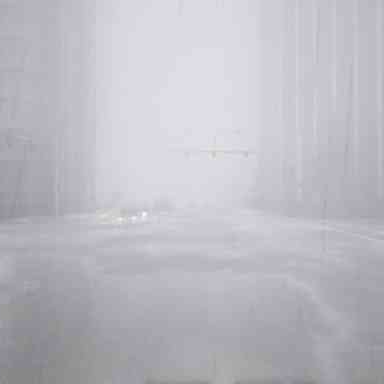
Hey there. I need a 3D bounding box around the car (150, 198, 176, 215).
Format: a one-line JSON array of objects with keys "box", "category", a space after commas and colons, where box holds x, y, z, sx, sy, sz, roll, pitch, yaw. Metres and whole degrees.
[{"box": [-3.617, 1.757, 42.310, 2.150, 2.045, 5.566, 0, -1, 0], "category": "car"}]

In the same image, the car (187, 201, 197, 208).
[{"box": [-0.028, 2.404, 63.495, 1.895, 1.301, 4.718, 0, -1, 0], "category": "car"}]

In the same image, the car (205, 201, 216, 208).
[{"box": [3.472, 2.397, 62.956, 1.895, 1.301, 4.718, 0, -1, 0], "category": "car"}]

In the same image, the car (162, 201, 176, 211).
[{"box": [-3.603, 2.139, 52.301, 1.882, 1.535, 5.008, 0, -1, 0], "category": "car"}]

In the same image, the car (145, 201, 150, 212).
[{"box": [-7.109, 2.108, 48.701, 2.128, 1.511, 4.902, 0, -1, 0], "category": "car"}]

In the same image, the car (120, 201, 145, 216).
[{"box": [-7.116, 1.974, 39.215, 1.882, 1.535, 5.008, 0, -1, 0], "category": "car"}]
